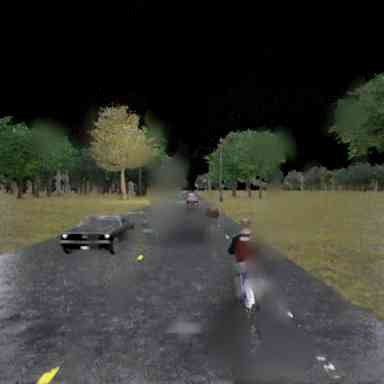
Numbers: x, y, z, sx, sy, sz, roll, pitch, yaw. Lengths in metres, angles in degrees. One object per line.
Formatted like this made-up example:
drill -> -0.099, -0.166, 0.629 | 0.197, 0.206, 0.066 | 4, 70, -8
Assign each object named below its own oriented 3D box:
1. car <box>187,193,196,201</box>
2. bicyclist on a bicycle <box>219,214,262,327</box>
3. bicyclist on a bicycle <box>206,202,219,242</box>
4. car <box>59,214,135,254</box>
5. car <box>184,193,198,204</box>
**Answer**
car -> -0.061, 1.073, 73.908 | 1.882, 1.535, 5.008 | 0, 0, 0
bicyclist on a bicycle -> 0.956, 1.360, 6.137 | 0.659, 1.776, 1.843 | 0, 0, 0
bicyclist on a bicycle -> 0.948, 1.344, 15.103 | 0.659, 1.776, 1.843 | 0, 0, 0
car -> -3.609, 1.578, 13.444 | 1.895, 1.301, 4.718 | 0, 0, 0
car -> 0.052, 1.287, 58.203 | 1.994, 1.385, 4.181 | 0, 1, 0
